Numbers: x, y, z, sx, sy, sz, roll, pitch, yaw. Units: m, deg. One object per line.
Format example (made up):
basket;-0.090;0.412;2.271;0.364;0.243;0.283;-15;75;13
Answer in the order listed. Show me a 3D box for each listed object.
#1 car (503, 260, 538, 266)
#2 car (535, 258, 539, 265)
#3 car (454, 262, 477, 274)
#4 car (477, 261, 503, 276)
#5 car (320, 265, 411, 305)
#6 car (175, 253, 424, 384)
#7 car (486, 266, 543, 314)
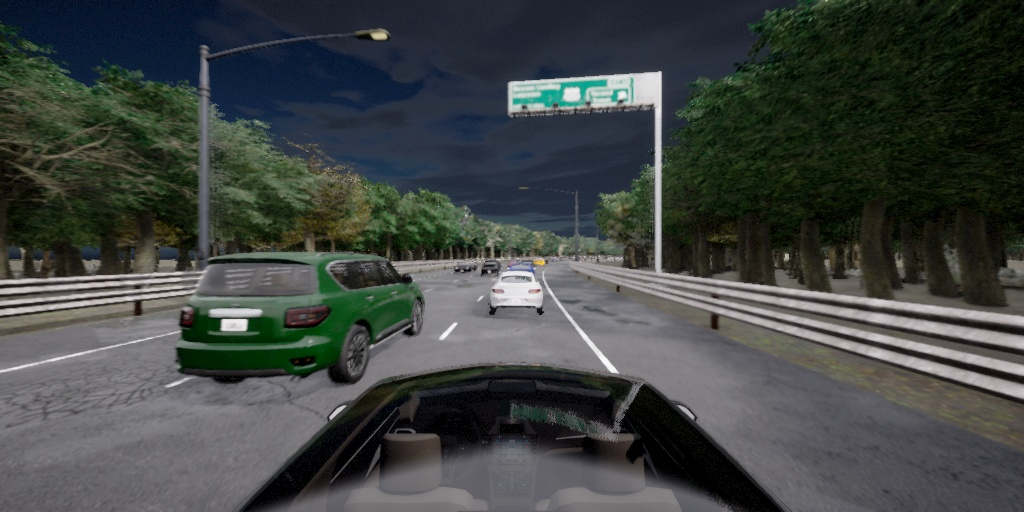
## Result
car;0.655;1.225;25.175;1.882;1.535;5.008;0;0;3
car;1.786;1.247;40.860;1.837;1.490;4.892;0;0;5
car;-5.225;1.328;41.404;1.895;1.301;4.718;0;0;5
car;-1.985;1.241;37.091;1.837;1.490;4.892;0;0;5
car;-6.633;1.226;16.935;2.128;1.511;4.902;0;0;2
car;-3.447;0.964;7.207;2.150;2.045;5.566;0;0;1
car;0.189;1.276;13.695;1.812;1.442;4.674;0;0;1
